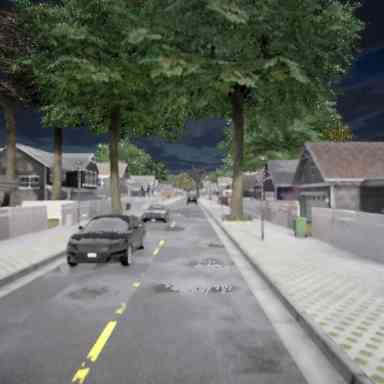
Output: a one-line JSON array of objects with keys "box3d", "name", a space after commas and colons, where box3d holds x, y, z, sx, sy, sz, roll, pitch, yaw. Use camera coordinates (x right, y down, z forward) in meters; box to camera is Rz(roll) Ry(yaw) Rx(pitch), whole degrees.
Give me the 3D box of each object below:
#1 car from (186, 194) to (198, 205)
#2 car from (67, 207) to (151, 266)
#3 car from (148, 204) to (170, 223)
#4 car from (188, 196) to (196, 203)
[{"box3d": [0.013, 1.507, 68.404, 2.150, 2.045, 5.566, 0, 0, 0], "name": "car"}, {"box3d": [-2.841, 1.524, 11.931, 1.882, 1.535, 5.008, 0, 0, 0], "name": "car"}, {"box3d": [-2.760, 1.652, 26.471, 2.033, 1.411, 5.357, 0, 0, 0], "name": "car"}, {"box3d": [0.014, 1.709, 78.848, 1.882, 1.535, 5.008, 0, 0, 0], "name": "car"}]
